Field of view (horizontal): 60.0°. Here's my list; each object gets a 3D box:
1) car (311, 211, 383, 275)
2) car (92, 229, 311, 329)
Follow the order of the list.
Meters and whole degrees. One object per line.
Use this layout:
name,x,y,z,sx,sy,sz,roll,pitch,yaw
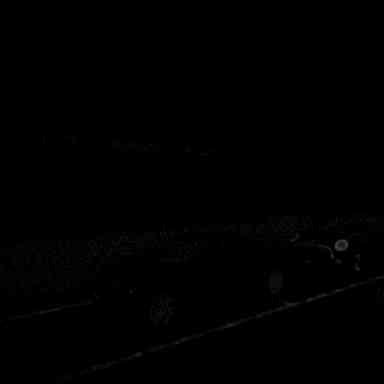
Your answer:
car,4.814,1.364,10.163,4.097,1.590,1.967,-1,1,-35
car,0.228,1.513,6.909,4.507,1.381,1.887,-1,1,-35
